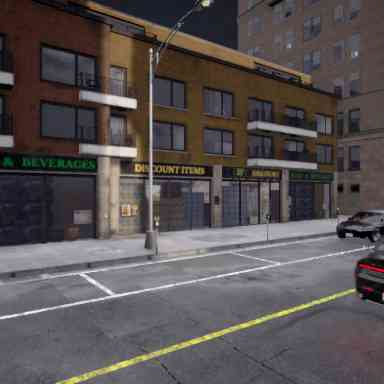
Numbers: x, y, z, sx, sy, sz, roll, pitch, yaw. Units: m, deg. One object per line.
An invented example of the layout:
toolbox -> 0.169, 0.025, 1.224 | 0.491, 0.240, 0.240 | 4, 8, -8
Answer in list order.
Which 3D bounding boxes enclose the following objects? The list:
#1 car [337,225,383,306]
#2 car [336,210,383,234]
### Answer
car -> 5.301, 1.507, 6.939 | 4.892, 1.490, 1.837 | -1, 0, -36
car -> 8.836, 1.567, 16.200 | 4.313, 1.339, 1.947 | 0, 0, -35
